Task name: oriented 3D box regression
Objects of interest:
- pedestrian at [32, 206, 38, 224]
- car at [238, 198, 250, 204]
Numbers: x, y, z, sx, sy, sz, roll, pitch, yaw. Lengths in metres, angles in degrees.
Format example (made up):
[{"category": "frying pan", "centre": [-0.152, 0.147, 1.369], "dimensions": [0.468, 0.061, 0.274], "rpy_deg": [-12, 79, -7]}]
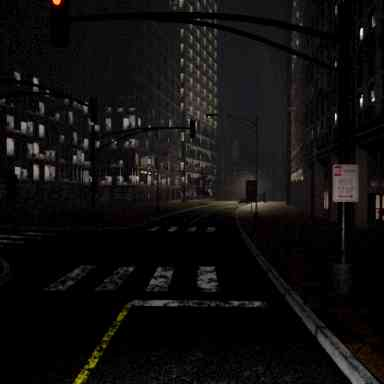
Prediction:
[{"category": "pedestrian", "centre": [-9.376, 1.345, 19.873], "dimensions": [0.500, 1.100, 0.500], "rpy_deg": [0, 0, 17]}, {"category": "car", "centre": [10.896, 1.862, 68.988], "dimensions": [1.895, 1.301, 4.718], "rpy_deg": [0, 0, 18]}]
